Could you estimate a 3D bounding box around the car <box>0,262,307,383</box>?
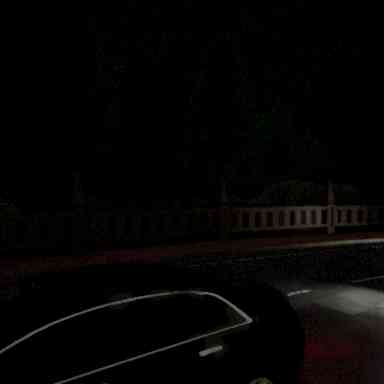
[{"bbox_3d":[-1.088,1.506,2.919,4.892,1.490,1.837,0,0,-33],"label":"car"}]
